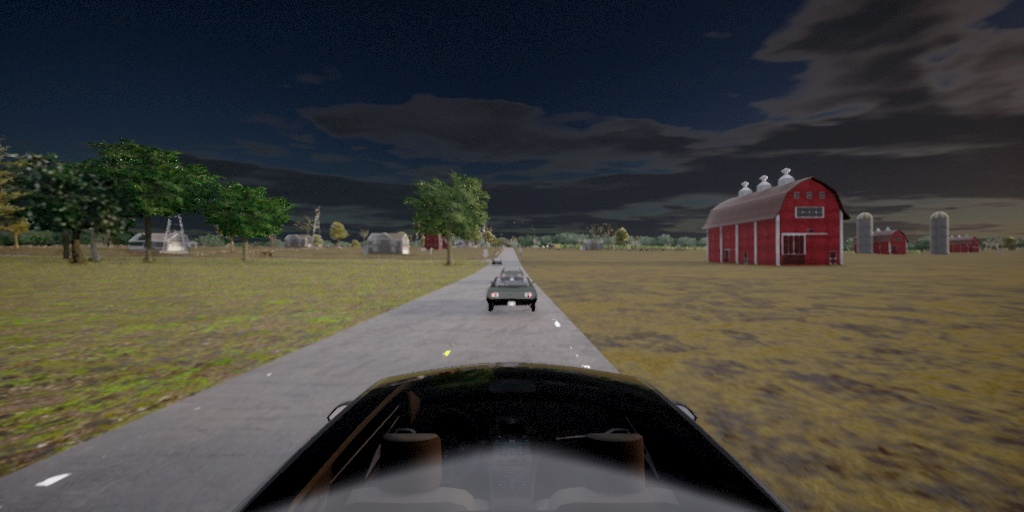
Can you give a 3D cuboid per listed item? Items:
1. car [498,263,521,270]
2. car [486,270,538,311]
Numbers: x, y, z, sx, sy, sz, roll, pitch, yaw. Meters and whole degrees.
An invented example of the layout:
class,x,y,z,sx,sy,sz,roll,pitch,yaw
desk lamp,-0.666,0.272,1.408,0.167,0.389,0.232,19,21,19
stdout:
class,x,y,z,sx,sy,sz,roll,pitch,yaw
car,-0.008,1.528,30.071,1.895,1.301,4.718,0,0,0
car,0.007,1.442,15.075,1.895,1.301,4.718,0,0,0
